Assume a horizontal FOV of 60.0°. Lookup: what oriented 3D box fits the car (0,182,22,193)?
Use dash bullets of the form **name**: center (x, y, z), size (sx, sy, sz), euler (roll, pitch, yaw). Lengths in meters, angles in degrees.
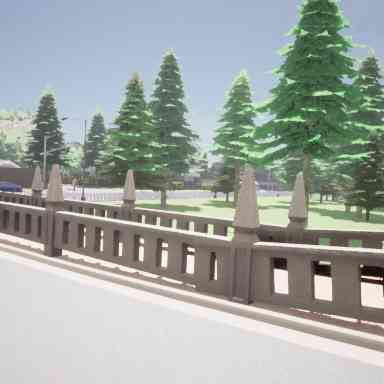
- **car**: center (-21.392, -0.404, 36.986), size (1.812, 1.442, 4.674), euler (4, 3, 37)
